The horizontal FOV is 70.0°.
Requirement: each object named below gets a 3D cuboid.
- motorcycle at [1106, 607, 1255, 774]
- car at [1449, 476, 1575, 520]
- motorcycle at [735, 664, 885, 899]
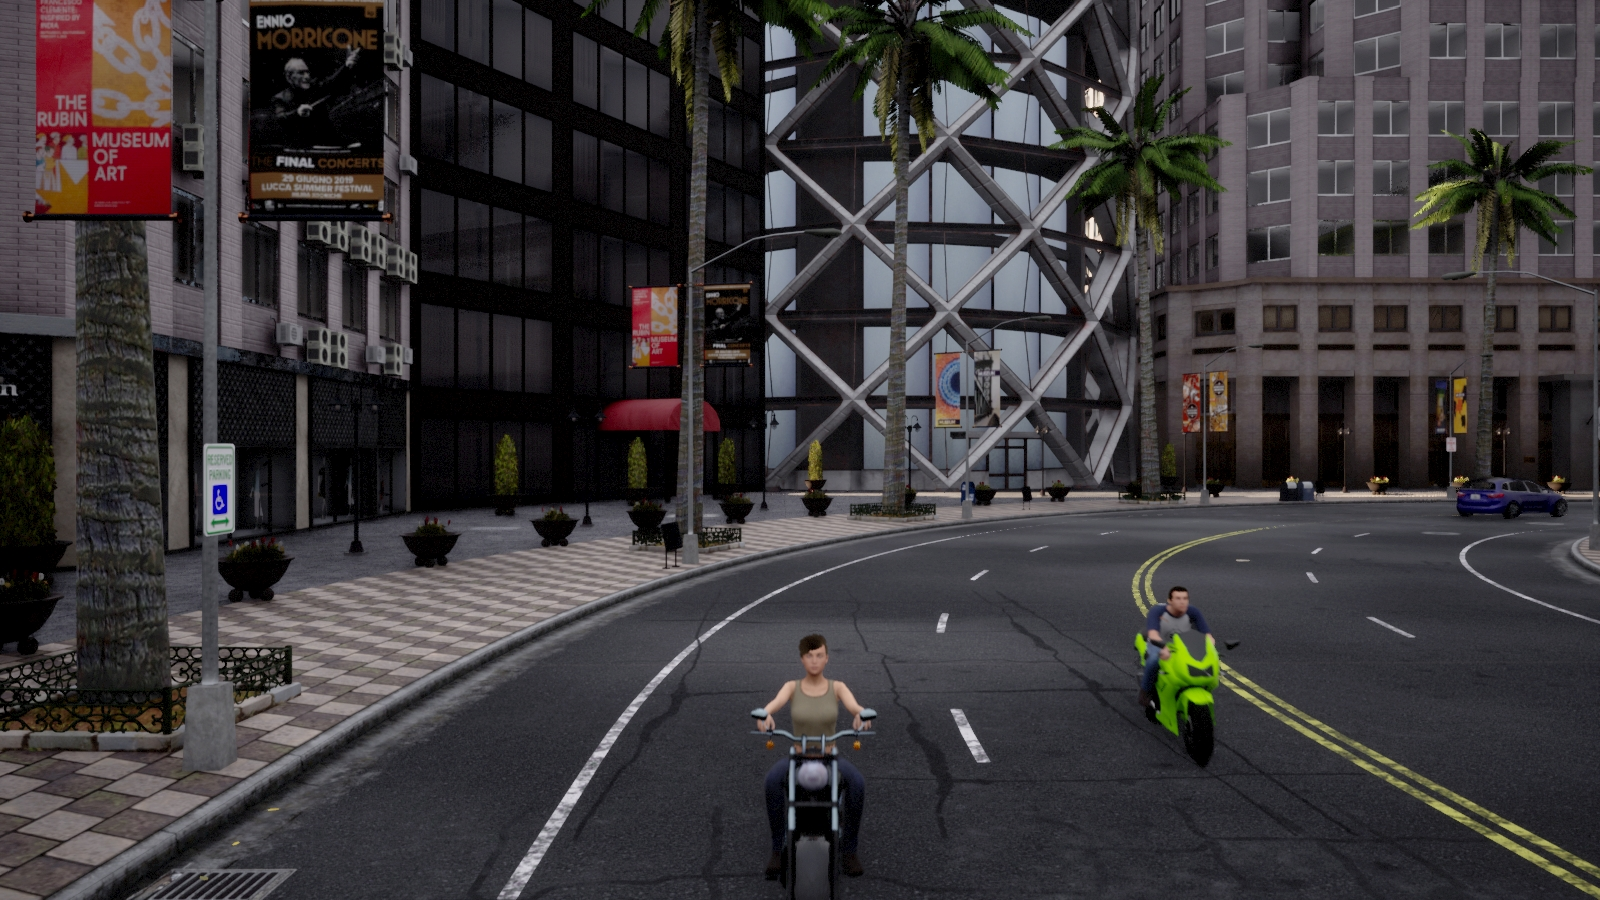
[{"bbox_3d":[3.556,2.213,10.871,0.803,1.145,2.033,0,0,2],"label":"motorcycle"},{"bbox_3d":[29.639,1.967,47.575,4.611,1.667,2.242,0,0,-23],"label":"car"},{"bbox_3d":[0.077,2.170,6.974,0.764,1.277,2.356,0,0,1],"label":"motorcycle"}]
